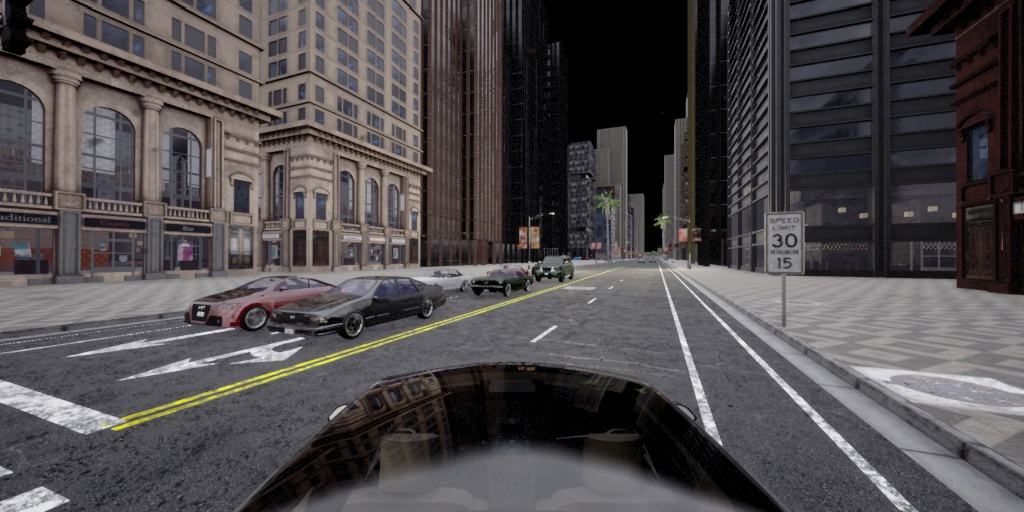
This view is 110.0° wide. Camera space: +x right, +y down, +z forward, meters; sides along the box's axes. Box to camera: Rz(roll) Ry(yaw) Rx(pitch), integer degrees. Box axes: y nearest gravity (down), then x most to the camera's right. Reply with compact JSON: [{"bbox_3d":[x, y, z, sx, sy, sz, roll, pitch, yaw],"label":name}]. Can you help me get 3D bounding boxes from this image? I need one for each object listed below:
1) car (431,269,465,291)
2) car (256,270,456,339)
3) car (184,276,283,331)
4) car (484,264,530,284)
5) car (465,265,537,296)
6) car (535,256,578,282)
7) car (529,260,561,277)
[{"bbox_3d":[-4.003,1.356,19.211,1.895,1.301,4.718,0,0,22],"label":"car"},{"bbox_3d":[-4.005,1.299,10.509,2.033,1.411,5.357,0,0,22],"label":"car"},{"bbox_3d":[-7.274,1.315,11.083,1.994,1.385,4.181,0,0,22],"label":"car"},{"bbox_3d":[-0.277,1.364,28.449,1.895,1.301,4.718,0,0,22],"label":"car"},{"bbox_3d":[-0.420,1.357,19.402,1.895,1.301,4.718,0,0,22],"label":"car"},{"bbox_3d":[3.582,0.986,29.322,2.150,2.045,5.566,0,0,22],"label":"car"},{"bbox_3d":[3.574,1.250,37.901,1.882,1.535,5.008,0,0,22],"label":"car"}]
